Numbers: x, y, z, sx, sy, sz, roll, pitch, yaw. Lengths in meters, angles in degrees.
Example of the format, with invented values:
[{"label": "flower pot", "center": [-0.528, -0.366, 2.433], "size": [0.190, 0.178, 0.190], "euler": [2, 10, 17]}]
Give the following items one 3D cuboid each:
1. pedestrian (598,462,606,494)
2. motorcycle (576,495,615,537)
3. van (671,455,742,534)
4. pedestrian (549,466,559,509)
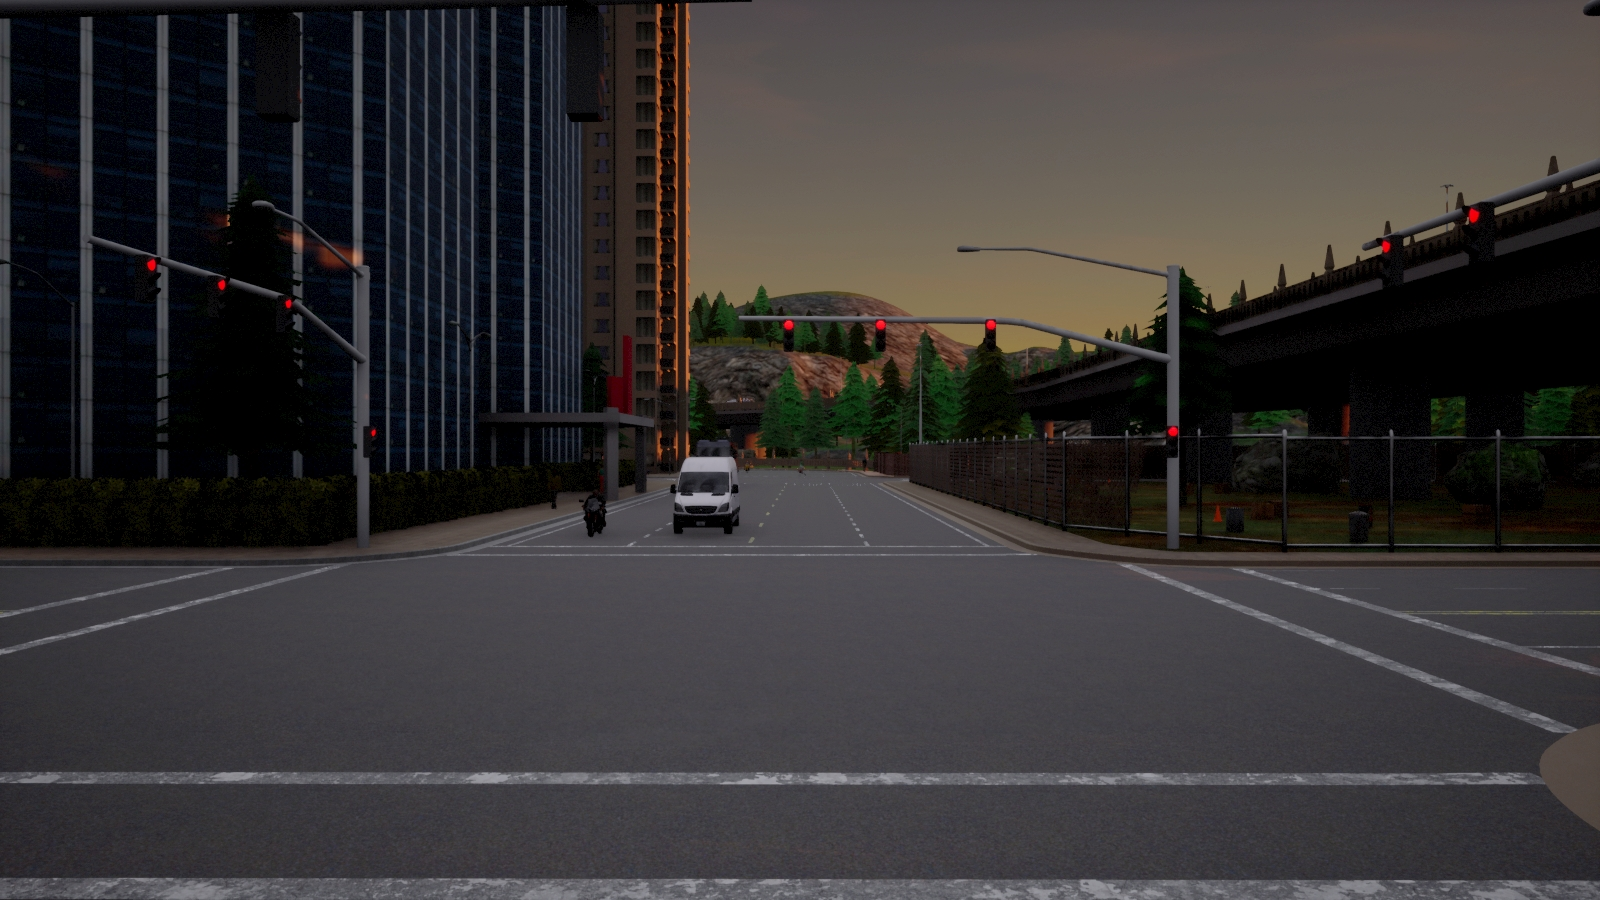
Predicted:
[{"label": "pedestrian", "center": [-11.609, 1.641, 67.078], "size": [0.375, 1.860, 0.375], "euler": [0, 0, 1]}, {"label": "motorcycle", "center": [-6.735, 2.150, 37.693], "size": [0.867, 1.251, 2.209], "euler": [0, 0, 0]}, {"label": "van", "center": [-3.226, 1.479, 40.346], "size": [1.988, 2.561, 5.915], "euler": [0, 0, 0]}, {"label": "pedestrian", "center": [-10.710, 1.642, 49.760], "size": [0.375, 1.860, 0.375], "euler": [0, 0, 2]}]
